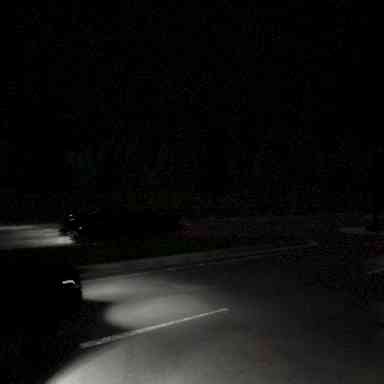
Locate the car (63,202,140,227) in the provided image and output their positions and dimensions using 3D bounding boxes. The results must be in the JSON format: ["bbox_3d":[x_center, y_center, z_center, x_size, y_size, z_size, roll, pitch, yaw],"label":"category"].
[{"bbox_3d":[-6.314,1.533,23.313,4.902,1.511,2.128,1,0,-25],"label":"car"}]

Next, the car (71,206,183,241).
[{"bbox_3d":[-3.148,1.588,17.048,5.357,1.411,2.033,1,0,-25],"label":"car"}]

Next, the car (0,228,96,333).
[{"bbox_3d":[-4.103,1.514,5.025,4.674,1.442,1.812,1,0,-36],"label":"car"}]

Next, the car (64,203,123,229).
[{"bbox_3d":[-5.163,1.563,19.987,4.674,1.442,1.812,1,0,-25],"label":"car"}]

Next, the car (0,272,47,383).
[{"bbox_3d":[-3.072,1.546,1.444,4.181,1.385,1.994,1,0,-36],"label":"car"}]
